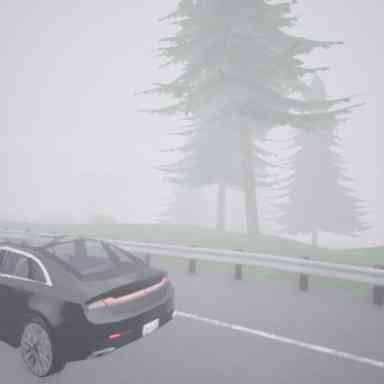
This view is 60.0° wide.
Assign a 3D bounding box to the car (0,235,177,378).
[{"bbox_3d":[-2.557,1.485,5.503,4.902,1.511,2.128,0,0,33],"label":"car"}]
